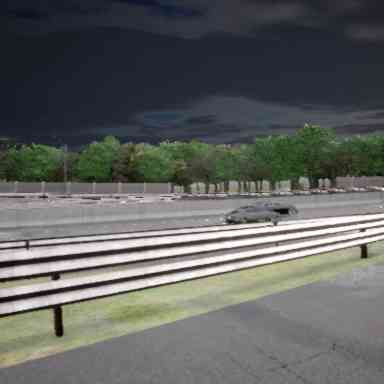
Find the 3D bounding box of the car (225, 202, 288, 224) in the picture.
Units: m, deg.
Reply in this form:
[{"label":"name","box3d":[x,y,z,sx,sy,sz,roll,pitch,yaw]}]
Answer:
[{"label":"car","box3d":[4.588,1.740,24.904,4.181,1.385,1.994,-2,1,-21]}]

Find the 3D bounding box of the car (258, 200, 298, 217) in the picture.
[{"label":"car","box3d":[7.086,1.494,29.573,4.902,1.511,2.128,-2,2,-21]}]
